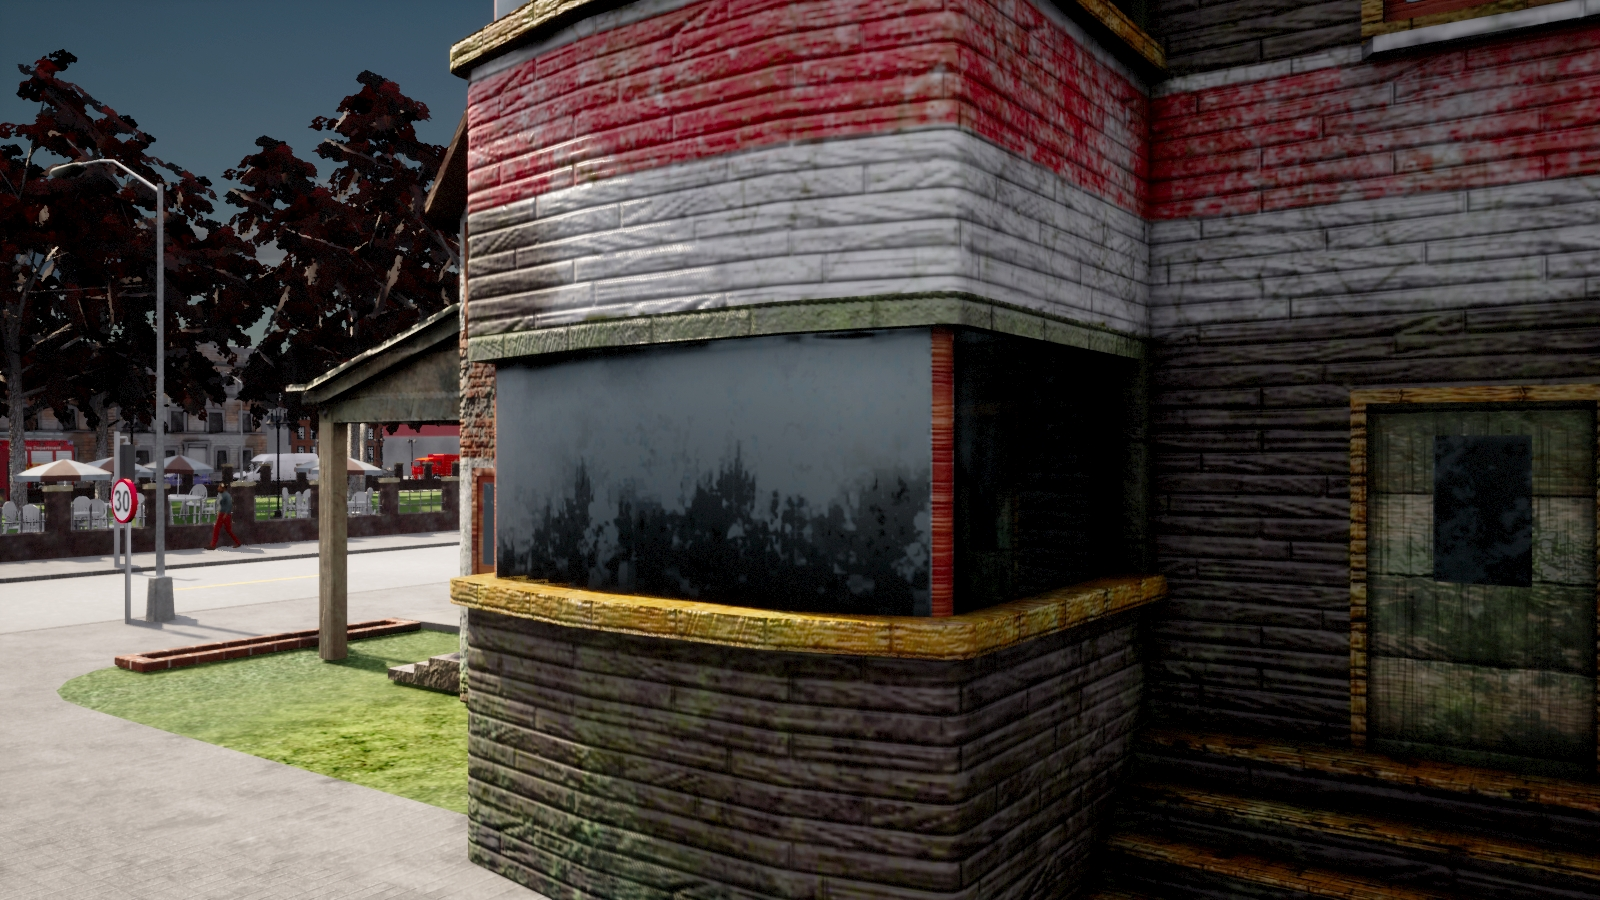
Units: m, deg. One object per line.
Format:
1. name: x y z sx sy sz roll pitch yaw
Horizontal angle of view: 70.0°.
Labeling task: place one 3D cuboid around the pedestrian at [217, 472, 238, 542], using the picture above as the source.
1. pedestrian: -15.368 1.517 30.646 0.375 1.860 0.375 0 0 36
